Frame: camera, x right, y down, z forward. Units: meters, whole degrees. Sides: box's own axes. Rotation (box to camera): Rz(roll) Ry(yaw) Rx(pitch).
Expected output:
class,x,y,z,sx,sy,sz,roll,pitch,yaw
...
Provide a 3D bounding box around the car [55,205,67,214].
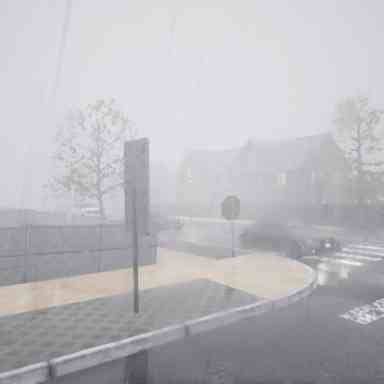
class,x,y,z,sx,sy,sz,roll,pitch,yaw
car,-19.991,2.763,52.092,2.033,1.411,5.357,-1,-1,-36

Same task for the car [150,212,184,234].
class,x,y,z,sx,sy,sz,roll,pitch,yaw
car,-2.521,2.054,22.824,1.895,1.301,4.718,-1,-1,-36

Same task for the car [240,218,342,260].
class,x,y,z,sx,sy,sz,roll,pitch,yaw
car,3.801,1.753,13.469,1.994,1.385,4.181,-1,-1,-30

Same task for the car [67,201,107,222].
class,x,y,z,sx,sy,sz,roll,pitch,yaw
car,-10.676,2.008,34.205,2.150,2.045,5.566,-1,-1,-36
